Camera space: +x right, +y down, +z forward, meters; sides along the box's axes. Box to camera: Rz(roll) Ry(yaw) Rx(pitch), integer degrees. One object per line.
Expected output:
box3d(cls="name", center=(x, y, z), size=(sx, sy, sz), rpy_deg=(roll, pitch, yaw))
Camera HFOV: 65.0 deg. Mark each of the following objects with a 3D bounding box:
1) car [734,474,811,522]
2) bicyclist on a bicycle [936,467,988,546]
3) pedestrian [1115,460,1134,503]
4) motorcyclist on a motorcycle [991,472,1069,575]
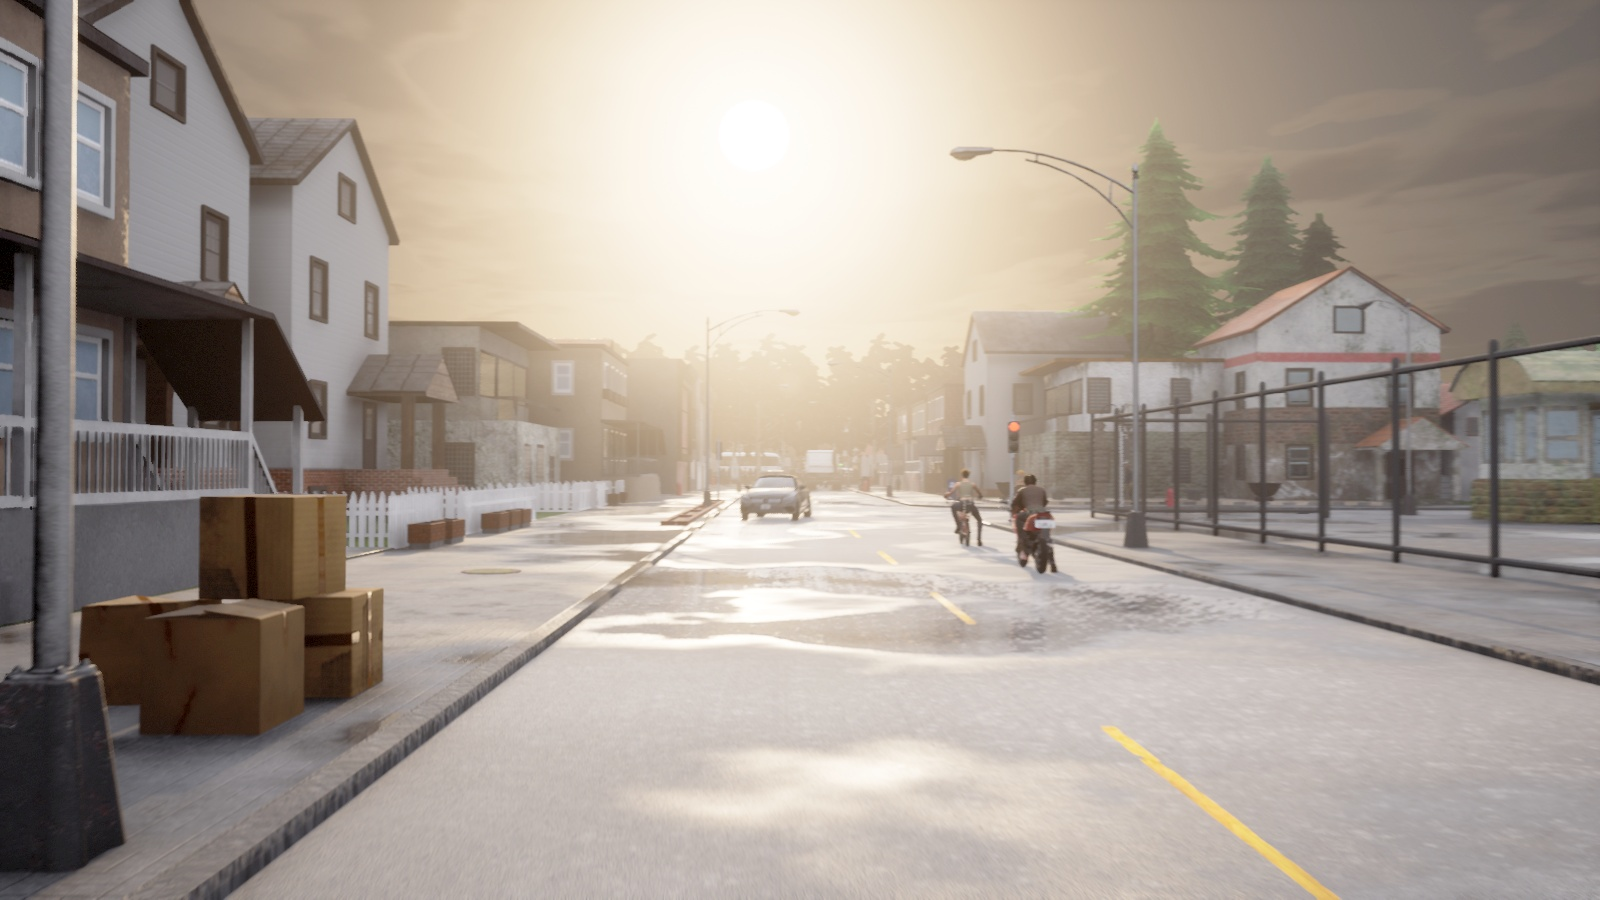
box3d(cls="car", center=(-0.828, 1.529, 40.801), size=(1.812, 1.442, 4.674), rpy_deg=(-1, -1, 7))
box3d(cls="bicyclist on a bicycle", center=(3.397, 1.174, 26.447), size=(0.866, 1.612, 1.509), rpy_deg=(0, -1, 0))
box3d(cls="pedestrian", center=(13.962, 1.343, 54.027), size=(0.726, 1.842, 0.402), rpy_deg=(0, -1, -27))
box3d(cls="motorcyclist on a motorcycle", center=(3.583, 1.106, 19.716), size=(0.797, 1.523, 2.044), rpy_deg=(0, -1, -1))
